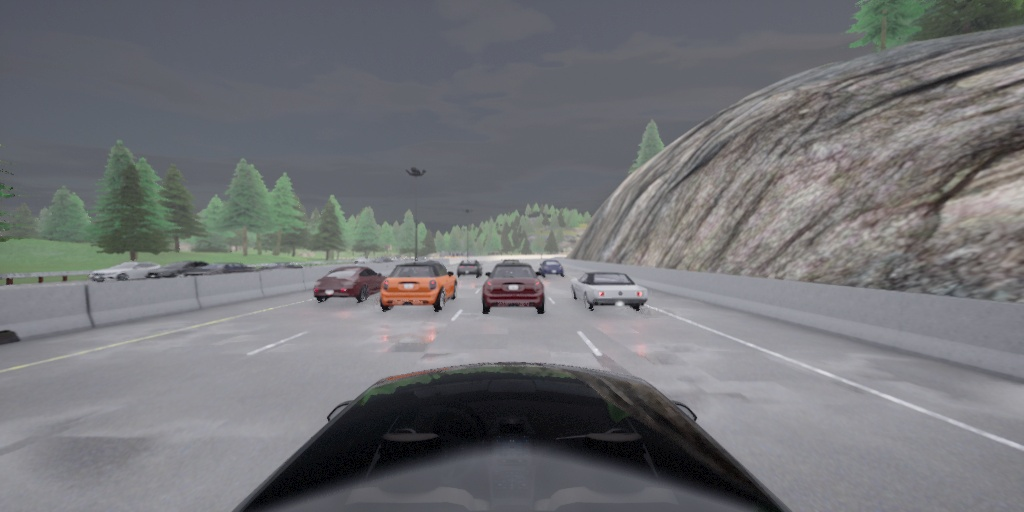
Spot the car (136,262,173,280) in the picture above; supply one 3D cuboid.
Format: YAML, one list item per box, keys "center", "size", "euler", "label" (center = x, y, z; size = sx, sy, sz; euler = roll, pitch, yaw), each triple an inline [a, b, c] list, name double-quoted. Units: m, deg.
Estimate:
- center: [-24.726, 1.123, 27.080]
  size: [1.837, 1.490, 4.892]
  euler: [0, 0, 0]
  label: "car"

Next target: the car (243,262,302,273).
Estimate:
- center: [-17.728, 1.171, 27.300]
  size: [1.994, 1.385, 4.181]
  euler: [0, 0, 0]
  label: "car"

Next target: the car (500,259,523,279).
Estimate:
- center: [-0.051, 1.065, 30.770]
  size: [1.837, 1.490, 4.892]
  euler: [0, 0, 0]
  label: "car"

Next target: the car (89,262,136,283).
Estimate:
- center: [-28.224, 1.150, 26.698]
  size: [1.812, 1.442, 4.674]
  euler: [0, 0, 0]
  label: "car"

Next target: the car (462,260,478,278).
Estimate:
- center: [-3.551, 1.057, 30.692]
  size: [2.128, 1.511, 4.902]
  euler: [0, 0, 0]
  label: "car"

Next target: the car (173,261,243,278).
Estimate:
- center: [-21.225, 1.165, 26.341]
  size: [2.033, 1.411, 5.357]
  euler: [0, 0, 0]
  label: "car"

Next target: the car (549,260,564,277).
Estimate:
- center: [3.432, 1.075, 31.702]
  size: [1.812, 1.442, 4.674]
  euler: [0, 0, 0]
  label: "car"

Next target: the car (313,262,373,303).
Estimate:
- center: [-6.971, 1.192, 15.976]
  size: [1.812, 1.442, 4.674]
  euler: [0, 0, 0]
  label: "car"

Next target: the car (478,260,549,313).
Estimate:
- center: [0.039, 1.023, 13.648]
  size: [2.097, 1.767, 4.553]
  euler: [0, 0, 0]
  label: "car"

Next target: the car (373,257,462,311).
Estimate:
- center: [-3.463, 1.025, 14.124]
  size: [2.097, 1.767, 4.553]
  euler: [0, 0, 0]
  label: "car"

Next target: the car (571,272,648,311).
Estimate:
- center: [3.539, 1.266, 14.019]
  size: [1.895, 1.301, 4.718]
  euler: [0, 0, 0]
  label: "car"

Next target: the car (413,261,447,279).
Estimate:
- center: [-7.054, 1.130, 31.284]
  size: [1.994, 1.385, 4.181]
  euler: [0, 0, 0]
  label: "car"
